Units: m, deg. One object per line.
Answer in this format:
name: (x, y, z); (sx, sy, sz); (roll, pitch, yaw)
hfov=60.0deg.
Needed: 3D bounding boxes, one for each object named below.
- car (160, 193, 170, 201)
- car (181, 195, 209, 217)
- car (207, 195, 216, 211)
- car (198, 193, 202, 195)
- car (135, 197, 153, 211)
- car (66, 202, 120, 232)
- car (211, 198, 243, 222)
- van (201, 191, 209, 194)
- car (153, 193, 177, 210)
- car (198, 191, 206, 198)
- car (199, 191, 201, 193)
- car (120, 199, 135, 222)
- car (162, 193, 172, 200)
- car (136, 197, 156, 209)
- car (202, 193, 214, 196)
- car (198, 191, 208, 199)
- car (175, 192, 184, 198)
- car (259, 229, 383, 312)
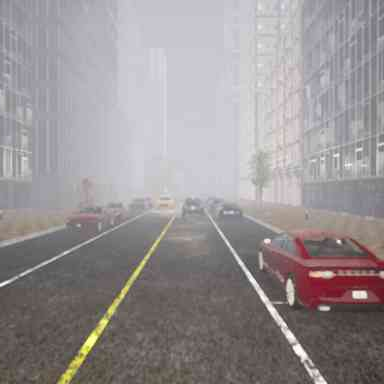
car: (-5.675, 1.038, 70.025); (1.752, 1.417, 4.829); (0, 0, 0)
car: (0.101, 1.311, 29.534); (2.163, 1.488, 4.792); (0, 0, 0)
car: (2.699, 1.329, 36.031); (1.947, 1.339, 4.313); (0, 0, 0)
car: (0.053, 1.264, 44.999); (1.994, 1.385, 4.181); (0, 0, 1)
car: (-5.681, 1.308, 36.041); (1.887, 1.381, 4.507); (0, 0, 0)
car: (-5.685, 1.424, 18.963); (1.887, 1.381, 4.507); (0, 0, 0)
car: (2.697, 1.407, 24.647); (1.947, 1.339, 4.313); (0, 0, 0)
van: (2.703, 0.983, 53.107); (1.690, 1.788, 3.998); (0, 0, 0)
car: (-3.087, 1.221, 38.784); (1.882, 1.535, 5.008); (0, 0, 0)
car: (2.712, 0.646, 92.950); (2.192, 1.841, 5.009); (0, 0, 0)
car: (2.704, 1.039, 58.799); (1.967, 1.590, 4.097); (0, 0, 0)
car: (-5.684, 1.423, 24.656); (1.802, 1.307, 4.206); (0, 0, 0)
car: (-5.674, 1.018, 75.889); (2.008, 1.369, 4.403); (0, 0, 0)
car: (-5.681, 1.289, 41.733); (1.947, 1.339, 4.313); (0, 0, 0)
car: (2.702, 1.249, 47.415); (1.947, 1.339, 4.313); (0, 0, 0)
car: (2.710, 0.738, 81.566); (2.192, 1.841, 5.009); (0, 0, 0)
car: (-2.985, 0.607, 79.361); (1.994, 1.385, 4.181); (0, 0, 0)
car: (2.693, 1.498, 7.570); (1.887, 1.381, 4.507); (0, 0, 0)
